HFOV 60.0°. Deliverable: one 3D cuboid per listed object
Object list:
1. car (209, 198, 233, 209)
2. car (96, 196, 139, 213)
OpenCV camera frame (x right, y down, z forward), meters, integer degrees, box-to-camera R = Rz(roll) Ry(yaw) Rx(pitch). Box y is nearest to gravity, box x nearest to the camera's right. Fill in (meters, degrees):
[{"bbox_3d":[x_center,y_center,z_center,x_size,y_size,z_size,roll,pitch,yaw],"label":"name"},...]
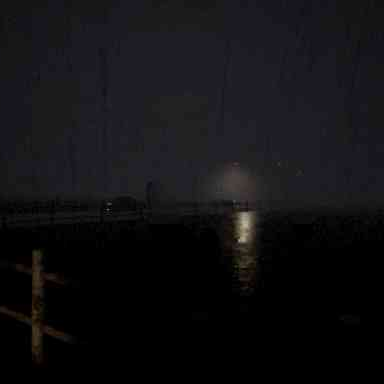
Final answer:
[{"bbox_3d":[4.504,1.724,51.034,1.882,1.535,5.008,1,-1,35],"label":"car"},{"bbox_3d":[-7.522,1.194,33.924,2.097,1.767,4.553,1,0,35],"label":"car"}]
